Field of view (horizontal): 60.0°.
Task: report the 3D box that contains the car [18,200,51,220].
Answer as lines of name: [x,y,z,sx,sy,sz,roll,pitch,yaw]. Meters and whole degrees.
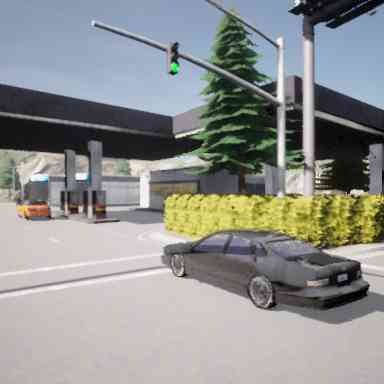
car: [-14.265,1.483,30.048,2.097,1.767,4.553,0,0,-35]

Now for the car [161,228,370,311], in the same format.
car: [1.294,1.615,8.109,2.033,1.411,5.357,1,0,-35]
